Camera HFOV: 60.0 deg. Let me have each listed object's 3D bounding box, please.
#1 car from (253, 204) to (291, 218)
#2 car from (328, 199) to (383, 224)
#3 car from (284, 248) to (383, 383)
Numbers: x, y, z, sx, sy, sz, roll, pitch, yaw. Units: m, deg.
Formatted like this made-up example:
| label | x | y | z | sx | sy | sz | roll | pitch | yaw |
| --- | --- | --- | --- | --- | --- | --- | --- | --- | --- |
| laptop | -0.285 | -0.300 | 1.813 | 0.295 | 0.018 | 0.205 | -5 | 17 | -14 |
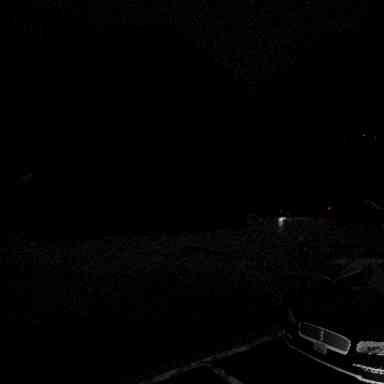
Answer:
| label | x | y | z | sx | sy | sz | roll | pitch | yaw |
| --- | --- | --- | --- | --- | --- | --- | --- | --- | --- |
| car | 8.757 | 2.076 | 36.807 | 1.812 | 1.442 | 4.674 | 1 | -1 | -35 |
| car | 14.555 | 1.674 | 28.702 | 2.150 | 2.045 | 5.566 | 1 | -1 | -35 |
| car | 3.276 | 1.607 | 5.142 | 4.403 | 1.369 | 2.008 | 1 | 0 | -35 |
